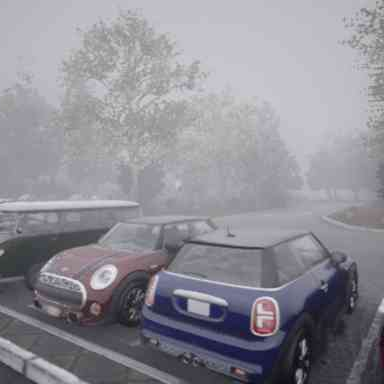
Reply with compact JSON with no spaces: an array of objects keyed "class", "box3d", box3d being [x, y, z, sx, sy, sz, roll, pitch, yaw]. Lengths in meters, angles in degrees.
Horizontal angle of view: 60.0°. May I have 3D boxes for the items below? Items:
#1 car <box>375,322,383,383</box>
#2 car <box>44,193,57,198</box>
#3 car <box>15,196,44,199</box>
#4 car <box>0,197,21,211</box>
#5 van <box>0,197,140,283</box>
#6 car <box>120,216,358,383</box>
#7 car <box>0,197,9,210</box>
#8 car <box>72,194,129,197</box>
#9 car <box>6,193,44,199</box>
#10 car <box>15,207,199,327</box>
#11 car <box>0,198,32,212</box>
[{"class":"car","box3d":[3.588,1.353,3.929,2.185,1.767,4.553,0,0,35]},{"class":"car","box3d":[-9.574,1.174,29.341,2.435,2.045,5.566,0,0,35]},{"class":"car","box3d":[-14.099,1.419,32.587,2.097,1.535,5.008,0,0,35]},{"class":"car","box3d":[-23.178,1.425,39.043,2.097,1.535,5.008,0,0,35]},{"class":"van","box3d":[-3.315,1.234,8.733,1.878,1.987,4.442,0,0,35]},{"class":"car","box3d":[1.303,1.347,5.554,2.185,1.767,4.553,0,0,35]},{"class":"car","box3d":[-25.553,1.425,40.511,1.946,1.575,5.366,0,0,35]},{"class":"car","box3d":[-7.405,1.180,27.799,2.435,2.045,5.566,0,0,35]},{"class":"car","box3d":[-16.383,1.167,34.184,2.435,2.045,5.566,0,0,35]},{"class":"car","box3d":[-0.945,1.341,7.229,2.185,1.767,4.553,0,0,35]},{"class":"car","box3d":[-20.922,1.451,37.409,2.163,1.488,4.792,0,0,35]}]
